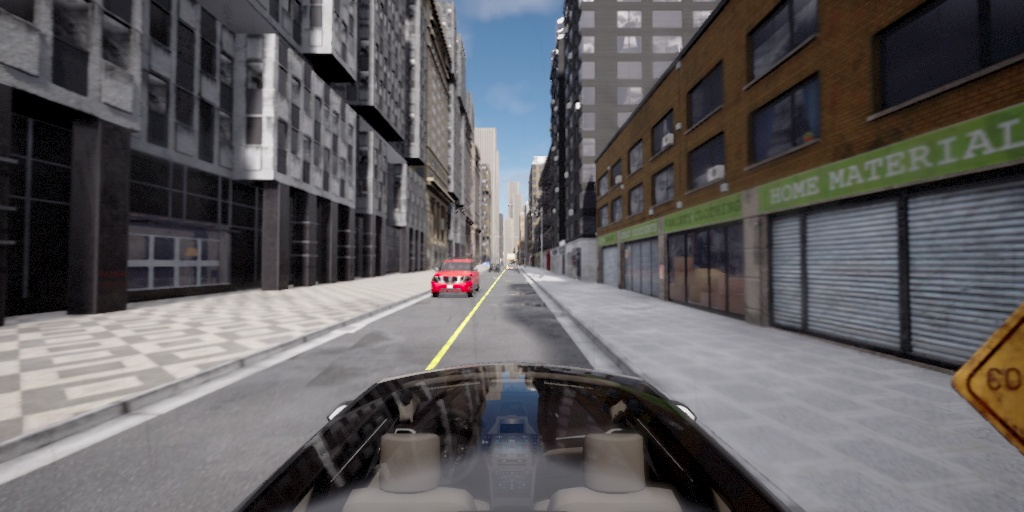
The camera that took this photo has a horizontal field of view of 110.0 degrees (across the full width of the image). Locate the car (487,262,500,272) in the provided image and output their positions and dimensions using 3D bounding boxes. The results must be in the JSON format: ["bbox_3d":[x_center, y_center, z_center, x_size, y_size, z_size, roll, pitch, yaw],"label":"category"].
[{"bbox_3d":[-3.022,2.007,62.703,1.837,1.490,4.892,0,-1,1],"label":"car"}]

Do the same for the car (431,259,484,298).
[{"bbox_3d":[-3.095,1.200,20.645,2.150,2.045,5.566,0,-1,0],"label":"car"}]

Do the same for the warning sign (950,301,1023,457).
[{"bbox_3d":[2.717,0.865,1.682,1.300,1.860,1.060,0,0,0],"label":"warning sign"}]
